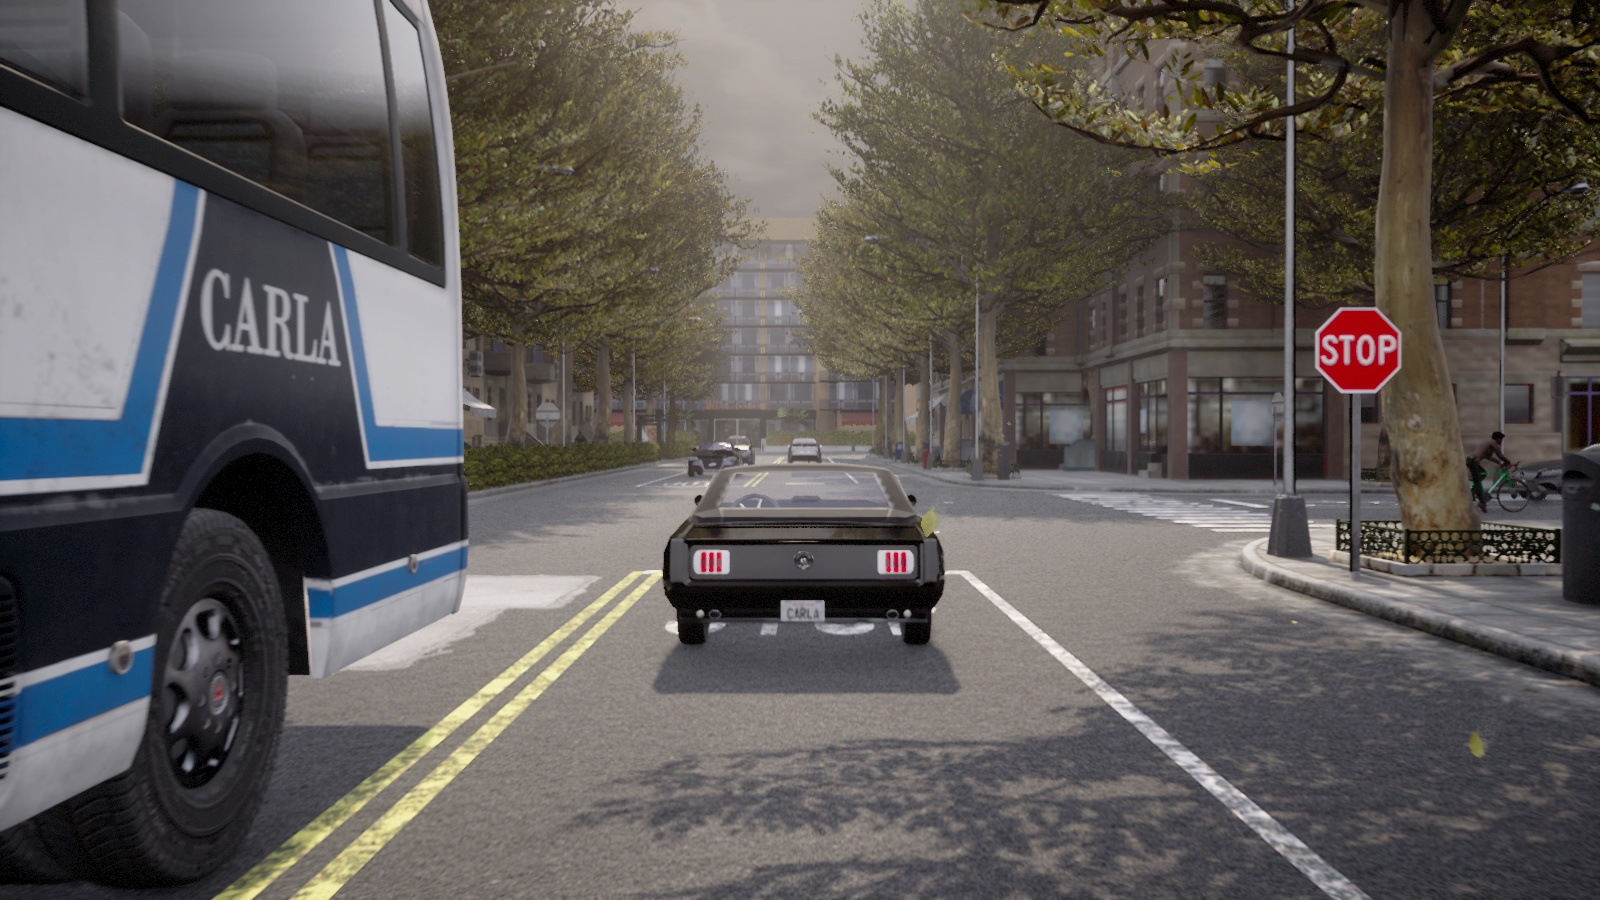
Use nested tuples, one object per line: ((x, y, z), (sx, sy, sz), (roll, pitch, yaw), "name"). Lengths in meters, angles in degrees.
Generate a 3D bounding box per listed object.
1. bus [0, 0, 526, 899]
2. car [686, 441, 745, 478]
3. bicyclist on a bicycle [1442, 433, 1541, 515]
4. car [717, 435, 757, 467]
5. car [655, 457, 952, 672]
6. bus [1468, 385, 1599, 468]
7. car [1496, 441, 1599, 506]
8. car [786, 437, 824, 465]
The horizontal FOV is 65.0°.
((-3.462, -0.650, 1.608), (3.944, 4.253, 10.273), (0, 1, 0), "bus")
((-3.293, 0.331, 49.551), (1.994, 1.385, 4.181), (0, 1, 1), "car")
((13.865, 0.467, 25.209), (1.656, 1.620, 0.582), (0, 1, -1), "bicyclist on a bicycle")
((-3.238, 0.016, 65.118), (1.851, 1.617, 3.988), (0, 1, 0), "car")
((0.043, 0.746, 10.387), (1.895, 1.301, 4.718), (0, 1, 1), "car")
((41.909, -1.270, 69.922), (3.944, 4.253, 10.273), (0, 1, 0), "bus")
((18.780, 0.510, 28.763), (4.674, 1.442, 1.812), (0, 1, -1), "car")
((0.268, 0.026, 69.313), (2.007, 1.525, 4.514), (0, 0, 0), "car")
